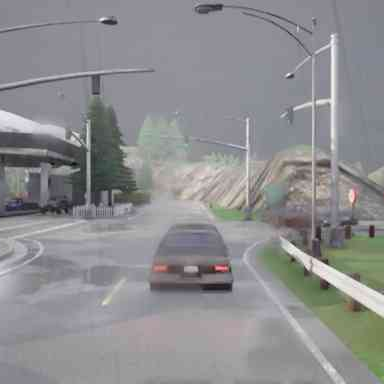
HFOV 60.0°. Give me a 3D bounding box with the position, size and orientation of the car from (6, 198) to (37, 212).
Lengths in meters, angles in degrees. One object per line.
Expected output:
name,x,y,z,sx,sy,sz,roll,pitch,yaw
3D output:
car,-20.269,1.503,39.890,2.242,1.667,4.611,0,0,-1

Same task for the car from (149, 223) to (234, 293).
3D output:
car,0.027,1.553,8.976,2.033,1.411,5.357,0,0,1

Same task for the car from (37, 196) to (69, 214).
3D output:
car,-14.558,1.334,35.618,1.905,1.878,3.866,0,0,-1

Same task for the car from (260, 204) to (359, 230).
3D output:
car,6.049,1.371,17.794,2.033,1.411,5.357,0,0,-31
